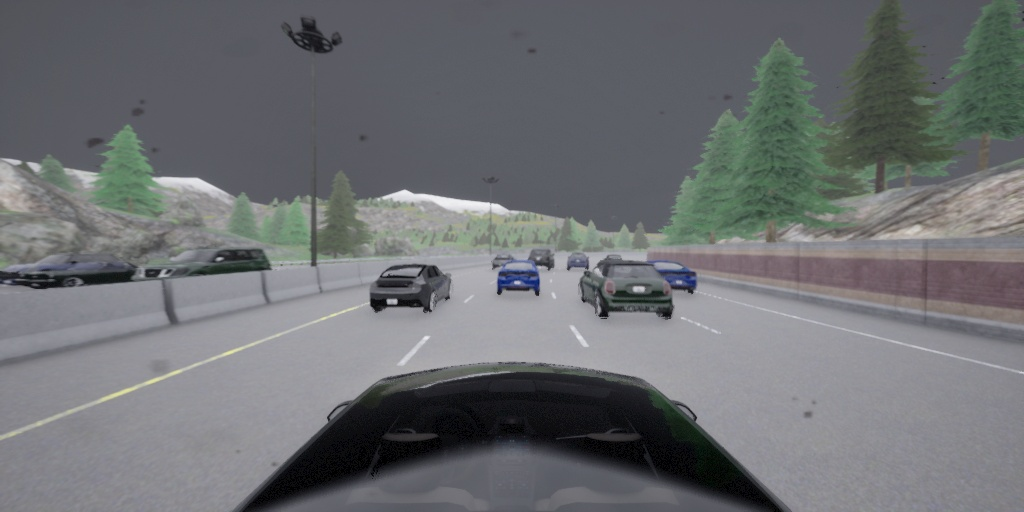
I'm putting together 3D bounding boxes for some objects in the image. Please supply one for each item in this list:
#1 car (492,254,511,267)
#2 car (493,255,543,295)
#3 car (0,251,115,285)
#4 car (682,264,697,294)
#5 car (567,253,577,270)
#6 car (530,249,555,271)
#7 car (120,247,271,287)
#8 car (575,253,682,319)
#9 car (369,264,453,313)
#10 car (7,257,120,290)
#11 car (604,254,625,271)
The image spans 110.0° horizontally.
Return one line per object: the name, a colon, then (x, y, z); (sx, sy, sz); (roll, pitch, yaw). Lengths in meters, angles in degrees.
car: (-0.609, 0.579, 35.363); (2.128, 1.511, 4.902); (1, 1, 11)
car: (0.400, 0.922, 17.394); (1.882, 1.535, 5.008); (0, 1, 4)
car: (-24.163, 0.625, 19.535); (2.097, 1.767, 4.553); (0, 1, 5)
car: (7.457, 0.948, 18.009); (1.882, 1.535, 5.008); (0, 1, 4)
car: (6.776, 0.459, 36.392); (2.097, 1.767, 4.553); (1, 1, 12)
car: (2.973, 0.325, 35.553); (2.150, 2.045, 5.566); (0, 1, 12)
car: (-13.897, 0.605, 16.668); (2.150, 2.045, 5.566); (0, 1, 4)
car: (3.610, 0.917, 12.136); (2.097, 1.767, 4.553); (0, 1, 2)
car: (-3.379, 1.020, 12.759); (1.837, 1.490, 4.892); (0, 1, 2)
car: (-20.816, 0.922, 17.957); (1.895, 1.301, 4.718); (0, 1, 4)
car: (10.472, 0.621, 36.915); (1.837, 1.490, 4.892); (0, 1, 13)
